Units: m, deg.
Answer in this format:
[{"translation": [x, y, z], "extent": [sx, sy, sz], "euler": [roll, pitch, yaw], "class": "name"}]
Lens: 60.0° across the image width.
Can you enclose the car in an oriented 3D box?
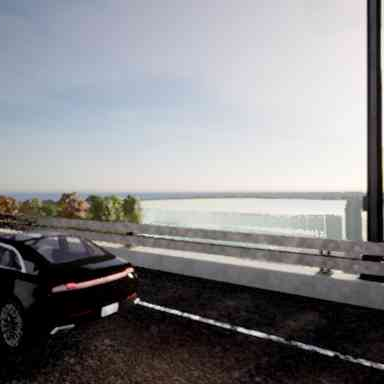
[{"translation": [-3.168, 1.510, 6.278], "extent": [4.902, 1.511, 2.128], "euler": [0, 0, 36], "class": "car"}]
